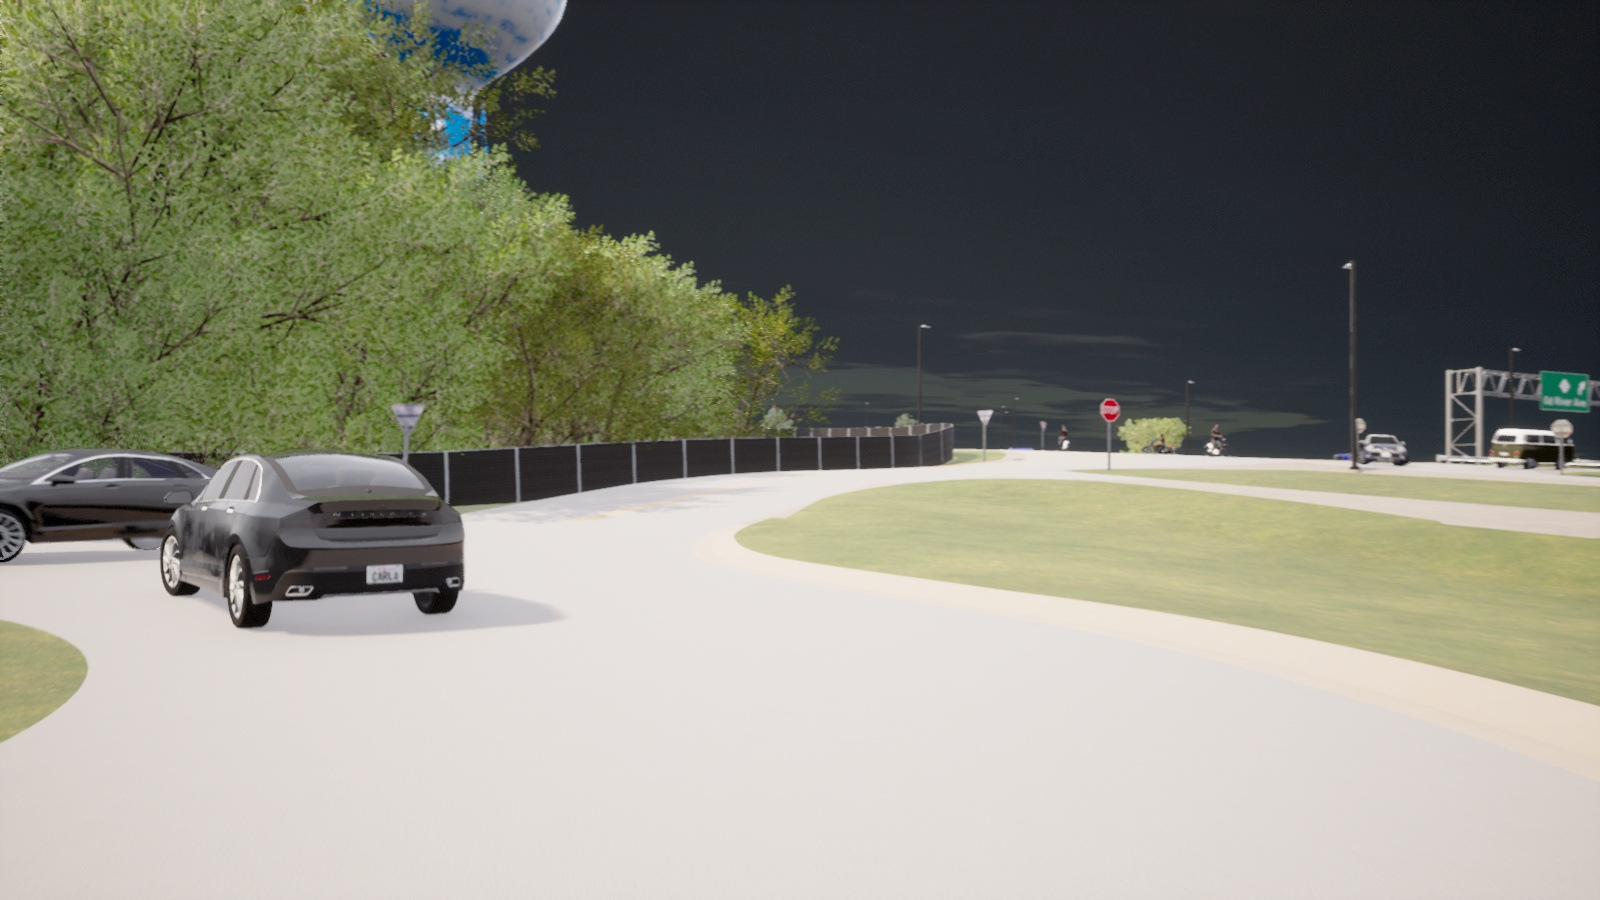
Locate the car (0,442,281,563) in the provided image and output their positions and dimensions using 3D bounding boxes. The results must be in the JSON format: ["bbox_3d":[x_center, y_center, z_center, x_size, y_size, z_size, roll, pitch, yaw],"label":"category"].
[{"bbox_3d":[-10.104,0.698,17.522,2.128,1.511,4.902,0,-2,33],"label":"car"}]

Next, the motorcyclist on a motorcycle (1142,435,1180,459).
[{"bbox_3d":[25.437,-0.219,88.519,2.350,1.649,0.766,2,-1,31],"label":"motorcyclist on a motorcycle"}]

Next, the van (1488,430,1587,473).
[{"bbox_3d":[37.991,0.100,64.697,4.480,2.038,2.069,1,2,-24],"label":"van"}]

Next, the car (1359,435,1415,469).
[{"bbox_3d":[28.289,0.065,60.615,1.970,1.475,3.806,3,1,19],"label":"car"}]

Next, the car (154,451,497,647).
[{"bbox_3d":[-4.774,0.769,12.119,1.837,1.490,4.892,1,0,-36],"label":"car"}]
